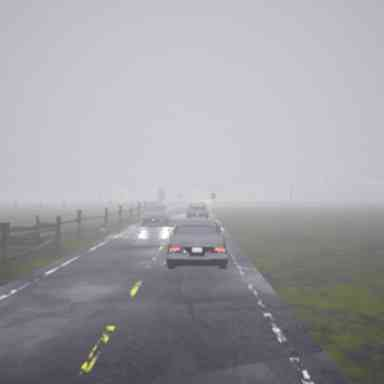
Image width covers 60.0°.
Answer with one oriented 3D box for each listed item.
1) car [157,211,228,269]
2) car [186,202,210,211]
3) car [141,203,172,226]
[{"bbox_3d":[0.169,1.606,11.385,2.033,1.411,5.357,0,0,1],"label":"car"},{"bbox_3d":[0.505,1.640,29.207,2.128,1.511,4.902,0,0,2],"label":"car"},{"bbox_3d":[-2.547,1.630,24.716,1.837,1.490,4.892,0,0,1],"label":"car"}]
